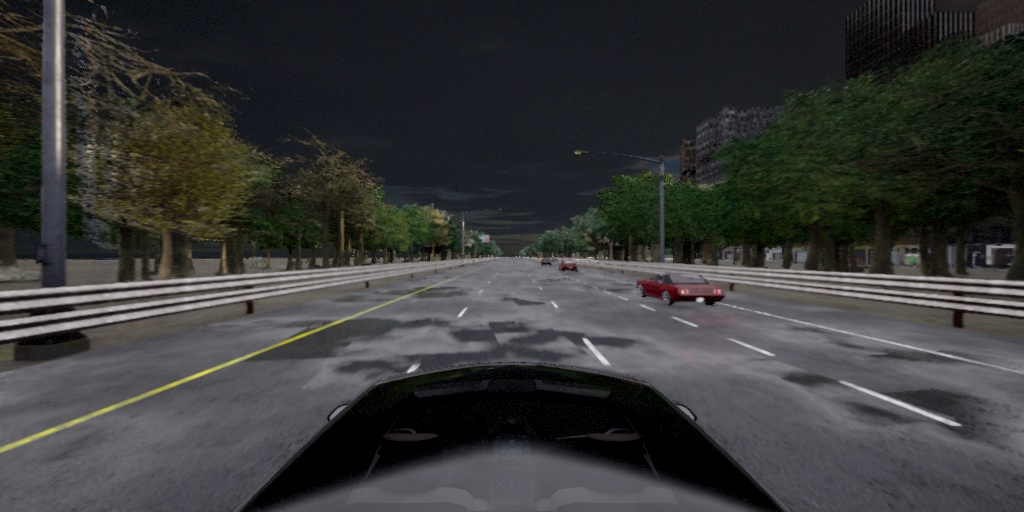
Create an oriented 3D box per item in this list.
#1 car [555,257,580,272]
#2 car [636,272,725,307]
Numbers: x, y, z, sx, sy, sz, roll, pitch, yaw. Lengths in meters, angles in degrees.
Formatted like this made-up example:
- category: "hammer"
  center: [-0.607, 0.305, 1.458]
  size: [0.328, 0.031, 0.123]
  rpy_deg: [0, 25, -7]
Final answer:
- category: "car"
  center: [7.053, 1.241, 45.521]
  size: [1.882, 1.535, 5.008]
  rpy_deg: [0, 0, 0]
- category: "car"
  center: [7.003, 1.357, 15.575]
  size: [1.895, 1.301, 4.718]
  rpy_deg: [0, 0, 0]
